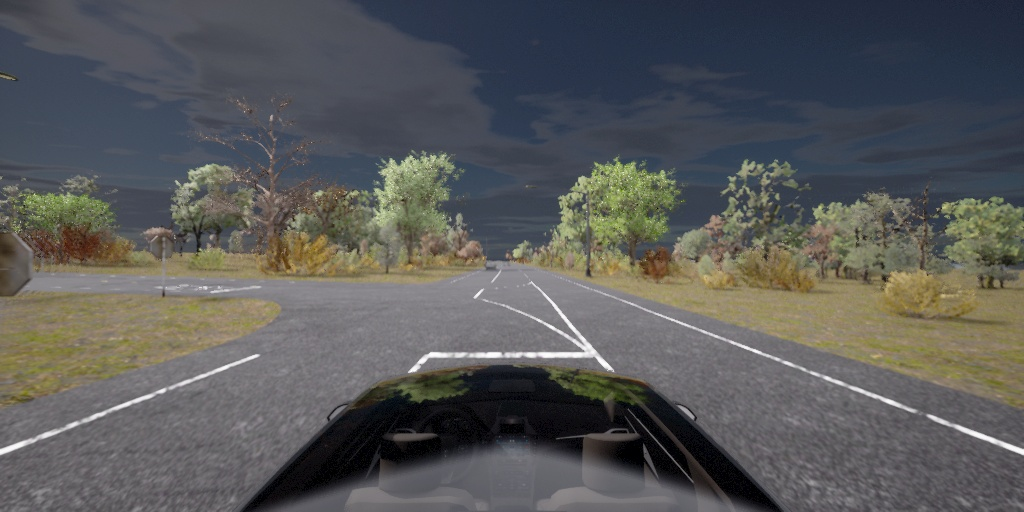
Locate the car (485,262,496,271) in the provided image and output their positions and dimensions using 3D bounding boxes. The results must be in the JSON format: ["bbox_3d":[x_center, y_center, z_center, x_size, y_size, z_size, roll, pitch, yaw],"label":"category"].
[{"bbox_3d":[-3.759,1.894,63.348,1.837,1.490,4.892,0,0,-1],"label":"car"}]
